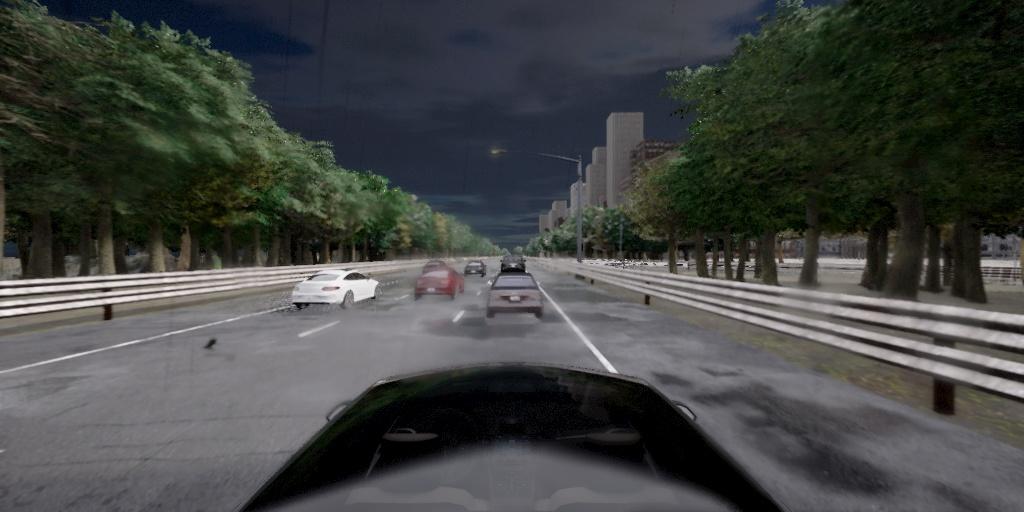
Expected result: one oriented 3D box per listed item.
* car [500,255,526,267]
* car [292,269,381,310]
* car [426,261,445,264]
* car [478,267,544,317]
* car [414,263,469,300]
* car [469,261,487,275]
[{"bbox_3d":[0.093,0.904,32.261,2.150,2.045,5.566,0,0,0],"label":"car"},{"bbox_3d":[-6.904,1.262,14.502,1.812,1.442,4.674,0,0,0],"label":"car"},{"bbox_3d":[-6.907,1.185,33.079,1.837,1.490,4.892,0,0,0],"label":"car"},{"bbox_3d":[0.097,1.287,13.011,2.033,1.411,5.357,0,0,0],"label":"car"},{"bbox_3d":[-3.419,1.256,17.414,1.812,1.442,4.674,0,0,0],"label":"car"},{"bbox_3d":[-3.406,1.202,34.210,1.812,1.442,4.674,0,0,0],"label":"car"}]
